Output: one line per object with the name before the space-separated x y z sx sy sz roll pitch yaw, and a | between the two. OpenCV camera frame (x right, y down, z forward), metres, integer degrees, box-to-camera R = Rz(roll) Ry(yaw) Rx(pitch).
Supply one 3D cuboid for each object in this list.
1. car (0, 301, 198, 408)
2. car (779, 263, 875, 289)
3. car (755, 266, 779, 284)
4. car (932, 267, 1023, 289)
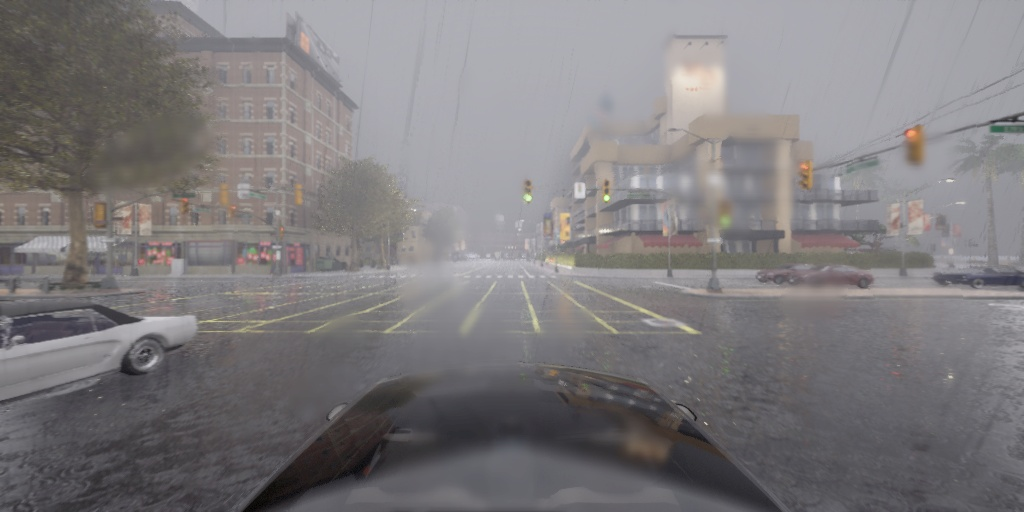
car | -7.001 1.346 4.651 1.895 1.301 4.718 0 0 0
car | 19.750 1.257 22.284 4.674 1.442 1.812 0 0 0
car | 20.128 1.253 25.786 4.674 1.442 1.812 0 0 1
car | 29.302 1.332 22.200 4.718 1.301 1.895 0 0 1
